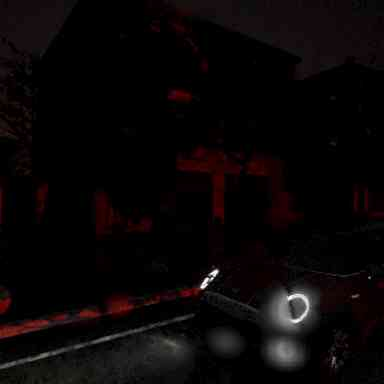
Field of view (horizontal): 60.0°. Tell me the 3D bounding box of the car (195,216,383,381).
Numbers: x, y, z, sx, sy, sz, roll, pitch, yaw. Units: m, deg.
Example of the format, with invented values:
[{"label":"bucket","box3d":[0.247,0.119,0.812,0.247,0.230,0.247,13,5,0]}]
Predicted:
[{"label":"car","box3d":[2.262,1.341,5.567,4.553,1.767,2.097,0,0,-35]}]
